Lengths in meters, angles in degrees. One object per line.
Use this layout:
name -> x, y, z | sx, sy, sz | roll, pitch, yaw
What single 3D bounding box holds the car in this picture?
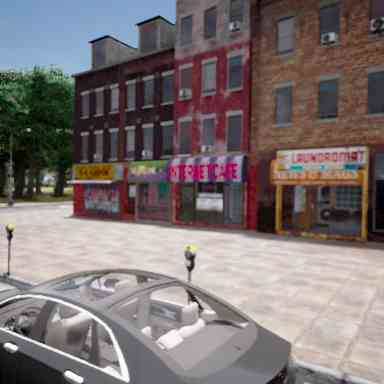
car -> -1.113, 1.540, 3.571 | 4.403, 1.369, 2.008 | 0, 1, 35
